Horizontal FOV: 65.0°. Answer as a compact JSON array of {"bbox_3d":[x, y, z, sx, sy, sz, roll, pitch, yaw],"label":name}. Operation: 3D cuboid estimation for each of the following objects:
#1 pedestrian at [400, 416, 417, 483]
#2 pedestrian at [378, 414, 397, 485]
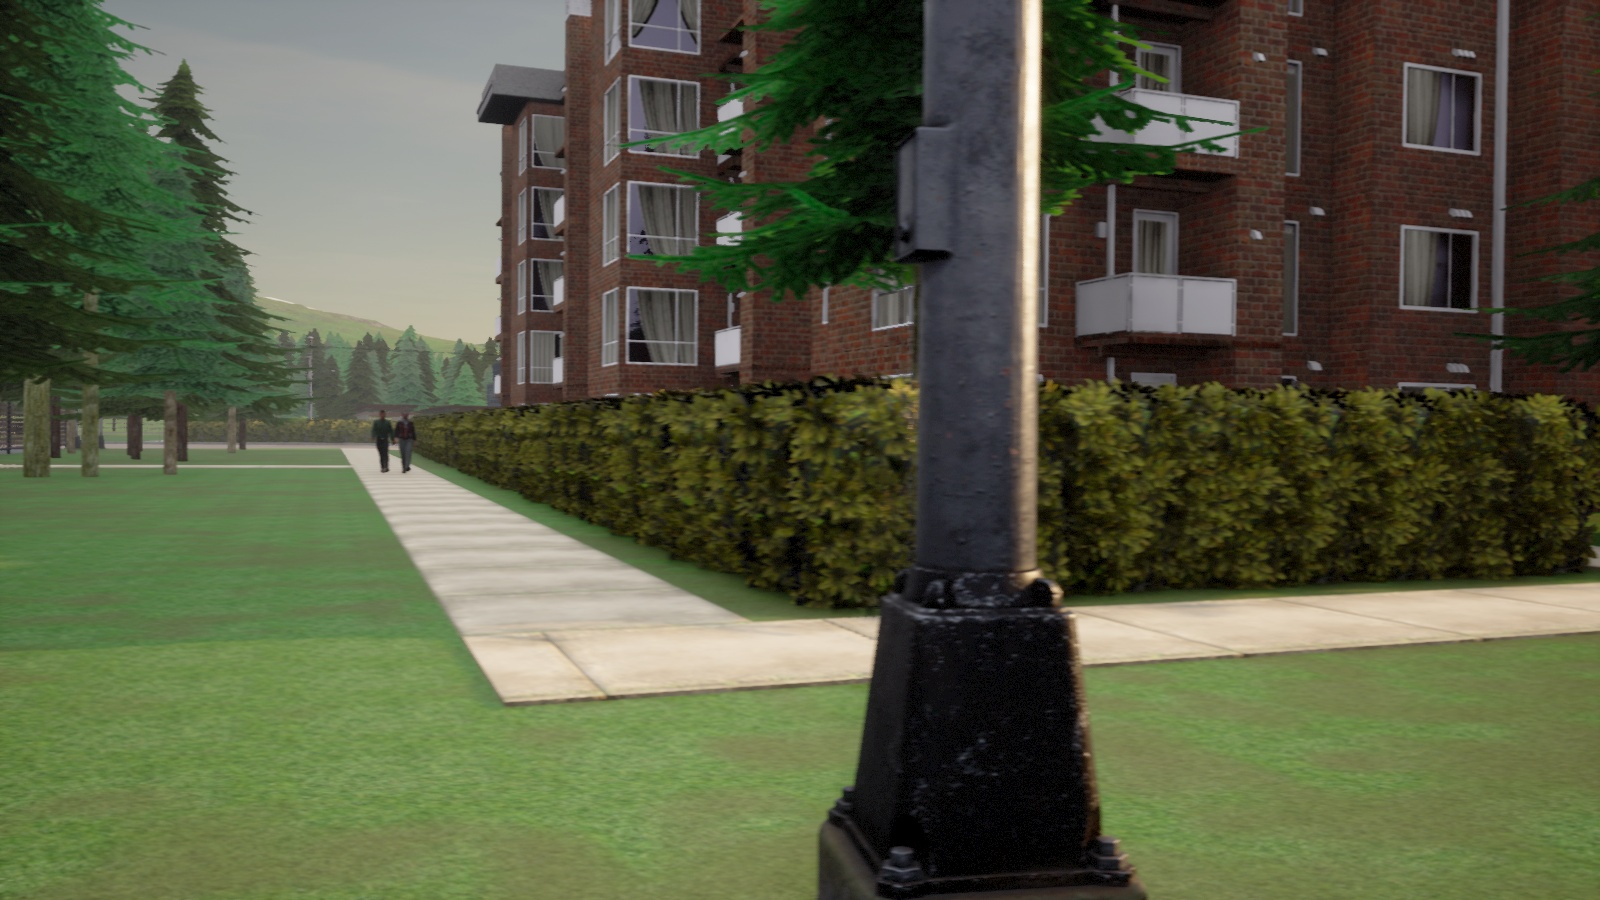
[{"bbox_3d":[-10.872,-0.023,34.898,0.376,1.854,0.720,-1,1,-22],"label":"pedestrian"},{"bbox_3d":[-11.592,-0.022,35.264,0.423,1.949,0.788,-1,1,-22],"label":"pedestrian"}]
